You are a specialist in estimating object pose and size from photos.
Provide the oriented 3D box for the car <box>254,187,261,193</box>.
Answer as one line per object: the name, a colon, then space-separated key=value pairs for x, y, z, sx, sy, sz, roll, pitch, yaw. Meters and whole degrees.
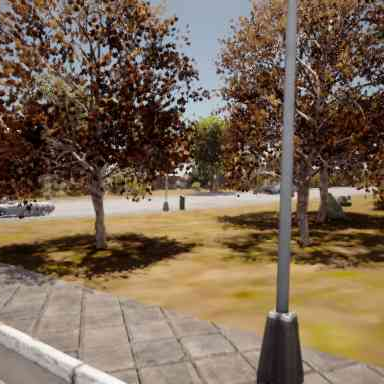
car: x=11.840 y=-0.509 z=52.089 sx=4.674 sy=1.442 sz=1.812 roll=-3 pitch=3 yaw=-25

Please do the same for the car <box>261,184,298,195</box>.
car: x=13.320 y=-0.364 z=48.920 sx=5.357 sy=1.411 sz=2.033 roll=-3 pitch=3 yaw=-25

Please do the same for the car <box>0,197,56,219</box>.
car: x=-12.295 y=1.026 z=23.635 sx=4.718 sy=1.301 sz=1.895 roll=-1 pitch=2 yaw=-44
